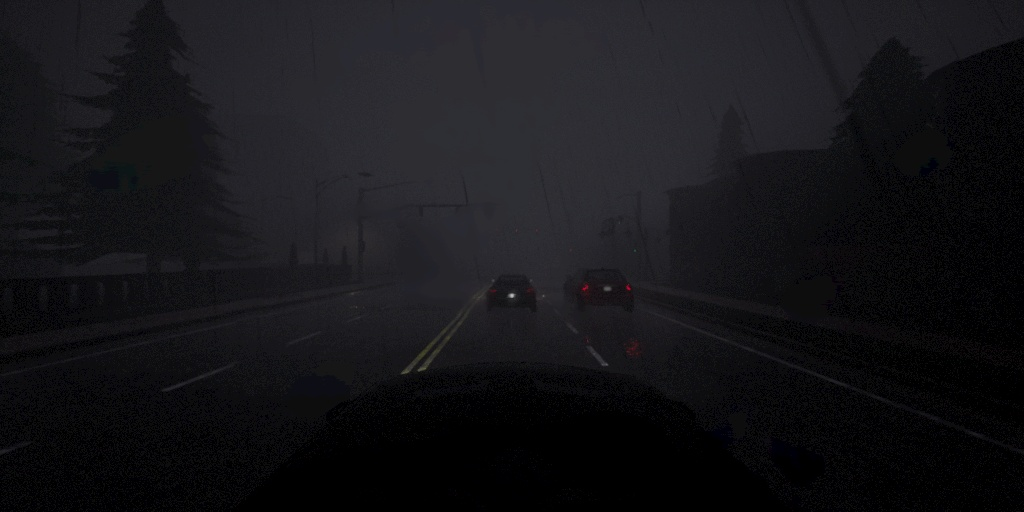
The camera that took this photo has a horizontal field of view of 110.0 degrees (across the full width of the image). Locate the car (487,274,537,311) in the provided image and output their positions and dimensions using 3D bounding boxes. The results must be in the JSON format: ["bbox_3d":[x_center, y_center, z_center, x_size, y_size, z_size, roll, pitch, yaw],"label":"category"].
[{"bbox_3d":[0.021,1.461,15.278,1.994,1.385,4.181,0,-1,1],"label":"car"}]

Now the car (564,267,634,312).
[{"bbox_3d":[3.520,1.247,15.260,2.097,1.767,4.553,0,-1,1],"label":"car"}]

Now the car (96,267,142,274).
[{"bbox_3d":[-47.183,1.673,43.039,5.008,1.535,1.882,0,-1,0],"label":"car"}]
